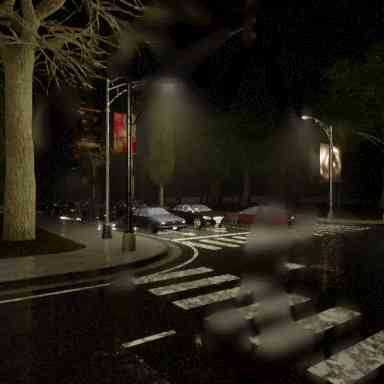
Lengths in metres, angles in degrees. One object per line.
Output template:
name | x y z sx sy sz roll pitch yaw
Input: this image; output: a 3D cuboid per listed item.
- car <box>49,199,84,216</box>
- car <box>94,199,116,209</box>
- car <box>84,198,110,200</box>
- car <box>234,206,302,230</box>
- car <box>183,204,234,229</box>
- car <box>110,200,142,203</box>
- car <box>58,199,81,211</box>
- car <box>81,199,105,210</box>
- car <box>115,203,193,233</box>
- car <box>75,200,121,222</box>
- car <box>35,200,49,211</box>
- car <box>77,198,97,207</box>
car | -13.488 1.671 35.562 1.837 1.490 4.892 0 -1 -36
car | -13.931 1.824 52.967 1.812 1.442 4.674 0 -1 -36
car | -11.161 1.742 37.893 1.994 1.385 4.181 0 0 -36
car | 4.609 1.621 22.051 2.033 1.411 5.357 0 0 -36
car | 0.166 1.568 22.319 2.128 1.511 4.902 0 0 -36
car | -5.255 1.474 29.761 2.097 1.767 4.553 0 0 -36
car | -17.081 1.774 46.099 1.812 1.442 4.674 0 -1 -36
car | -14.319 1.763 48.093 1.837 1.490 4.892 0 -1 -36
car | -2.509 1.614 20.450 2.033 1.411 5.357 0 0 -36
car | -7.941 1.677 27.926 1.994 1.385 4.181 0 0 -36
car | -19.711 1.802 44.188 1.994 1.385 4.181 0 -1 -36
car | -18.807 1.850 59.625 1.882 1.535 5.008 0 -1 -36
